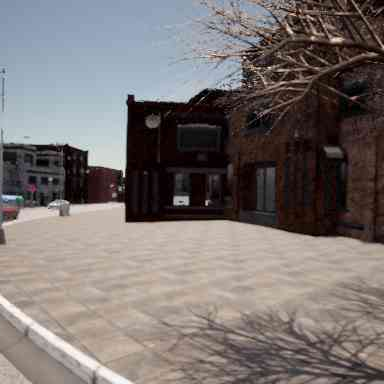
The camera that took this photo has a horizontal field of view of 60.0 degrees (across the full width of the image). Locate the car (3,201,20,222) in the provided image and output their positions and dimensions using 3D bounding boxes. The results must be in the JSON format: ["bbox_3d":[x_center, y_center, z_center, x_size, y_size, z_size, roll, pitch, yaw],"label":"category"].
[{"bbox_3d":[-16.107,1.519,27.685,2.097,1.767,4.553,1,-1,-9],"label":"car"}]

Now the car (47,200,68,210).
[{"bbox_3d":[-20.076,1.920,50.212,1.812,1.442,4.674,1,-1,2],"label":"car"}]
